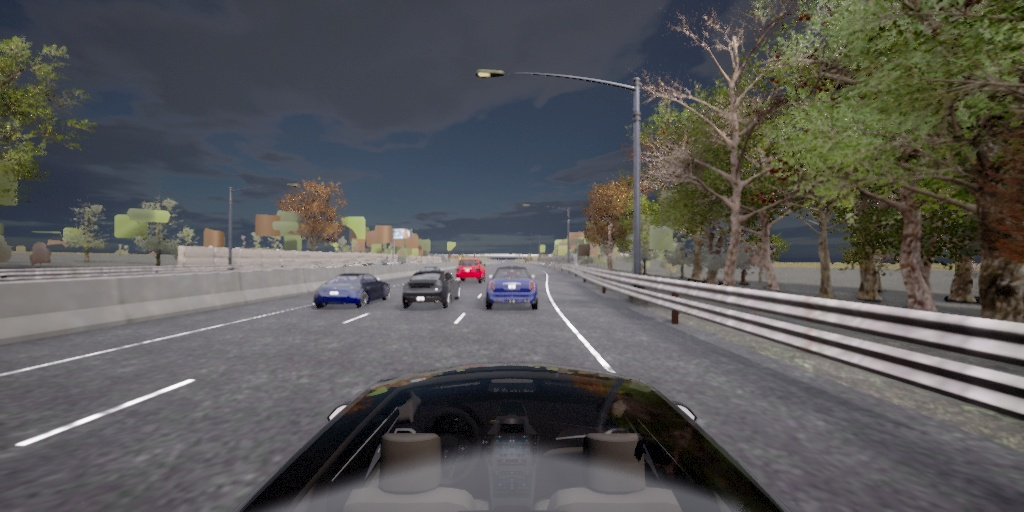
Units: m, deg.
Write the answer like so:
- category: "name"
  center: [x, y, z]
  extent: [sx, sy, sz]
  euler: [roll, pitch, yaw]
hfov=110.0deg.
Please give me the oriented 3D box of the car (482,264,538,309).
- category: "car"
  center: [0.000, 1.237, 15.935]
  extent: [2.097, 1.767, 4.553]
  euler: [0, -1, 0]

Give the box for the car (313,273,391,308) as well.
- category: "car"
  center: [-7.003, 1.453, 16.150]
  extent: [1.994, 1.385, 4.181]
  euler: [0, -1, 0]

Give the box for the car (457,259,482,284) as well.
- category: "car"
  center: [-3.502, 1.255, 30.887]
  extent: [2.150, 2.045, 5.566]
  euler: [0, 0, 0]

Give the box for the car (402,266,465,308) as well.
- category: "car"
  center: [-3.497, 1.397, 16.161]
  extent: [1.837, 1.490, 4.892]
  euler: [0, 0, 0]

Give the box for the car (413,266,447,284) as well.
- category: "car"
  center: [-7.000, 1.606, 31.178]
  extent: [1.994, 1.385, 4.181]
  euler: [0, -1, 0]
